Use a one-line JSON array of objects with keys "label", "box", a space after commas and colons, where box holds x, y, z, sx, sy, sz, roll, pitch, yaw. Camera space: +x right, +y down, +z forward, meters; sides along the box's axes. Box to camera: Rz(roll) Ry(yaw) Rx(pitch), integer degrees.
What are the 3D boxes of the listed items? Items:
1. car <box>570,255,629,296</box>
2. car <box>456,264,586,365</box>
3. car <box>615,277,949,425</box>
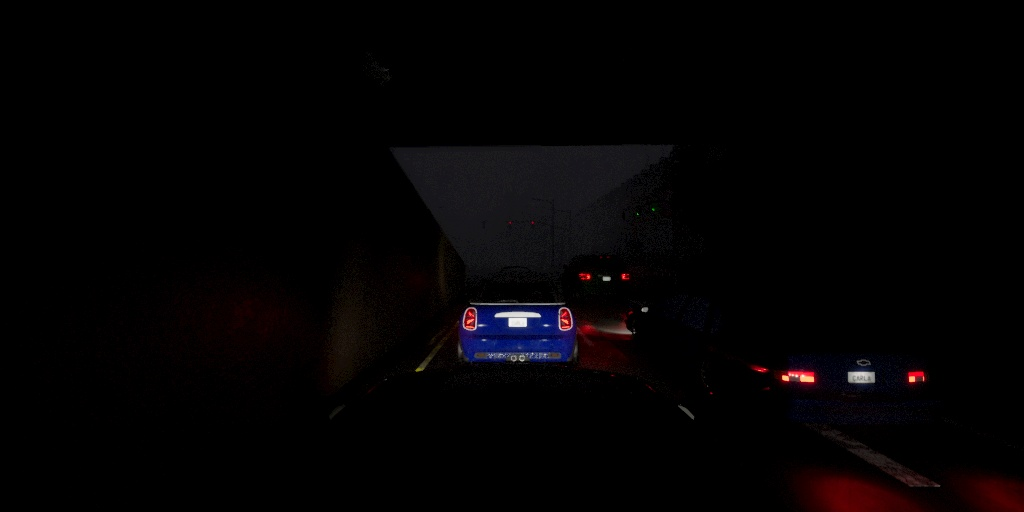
[{"label": "car", "box": [3.646, 0.971, 16.454, 2.150, 2.045, 5.566, 0, 0, 0]}, {"label": "car", "box": [0.107, 1.102, 7.979, 2.097, 1.767, 4.553, 0, 0, 0]}, {"label": "car", "box": [3.611, 1.297, 6.208, 2.033, 1.411, 5.357, 0, 0, 0]}]
